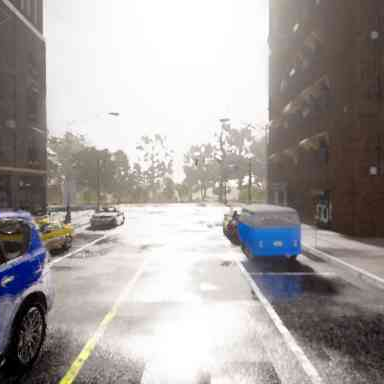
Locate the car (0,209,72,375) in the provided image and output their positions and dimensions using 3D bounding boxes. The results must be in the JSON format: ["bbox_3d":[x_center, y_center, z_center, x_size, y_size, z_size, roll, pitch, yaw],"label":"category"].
[{"bbox_3d":[-3.099,1.232,2.702,2.150,2.045,5.566,0,0,0],"label":"car"}]

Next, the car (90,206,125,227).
[{"bbox_3d":[-5.795,1.667,23.205,1.802,1.307,4.206,-1,0,0],"label":"car"}]

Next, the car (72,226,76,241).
[{"bbox_3d":[-5.701,1.570,11.993,1.752,1.417,4.829,-1,0,0],"label":"car"}]

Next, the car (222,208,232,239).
[{"bbox_3d":[2.678,1.505,17.734,1.967,1.590,4.097,-1,0,0],"label":"car"}]

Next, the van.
[{"bbox_3d":[2.675,1.386,12.211,1.690,1.788,3.998,-1,0,0],"label":"van"}]
